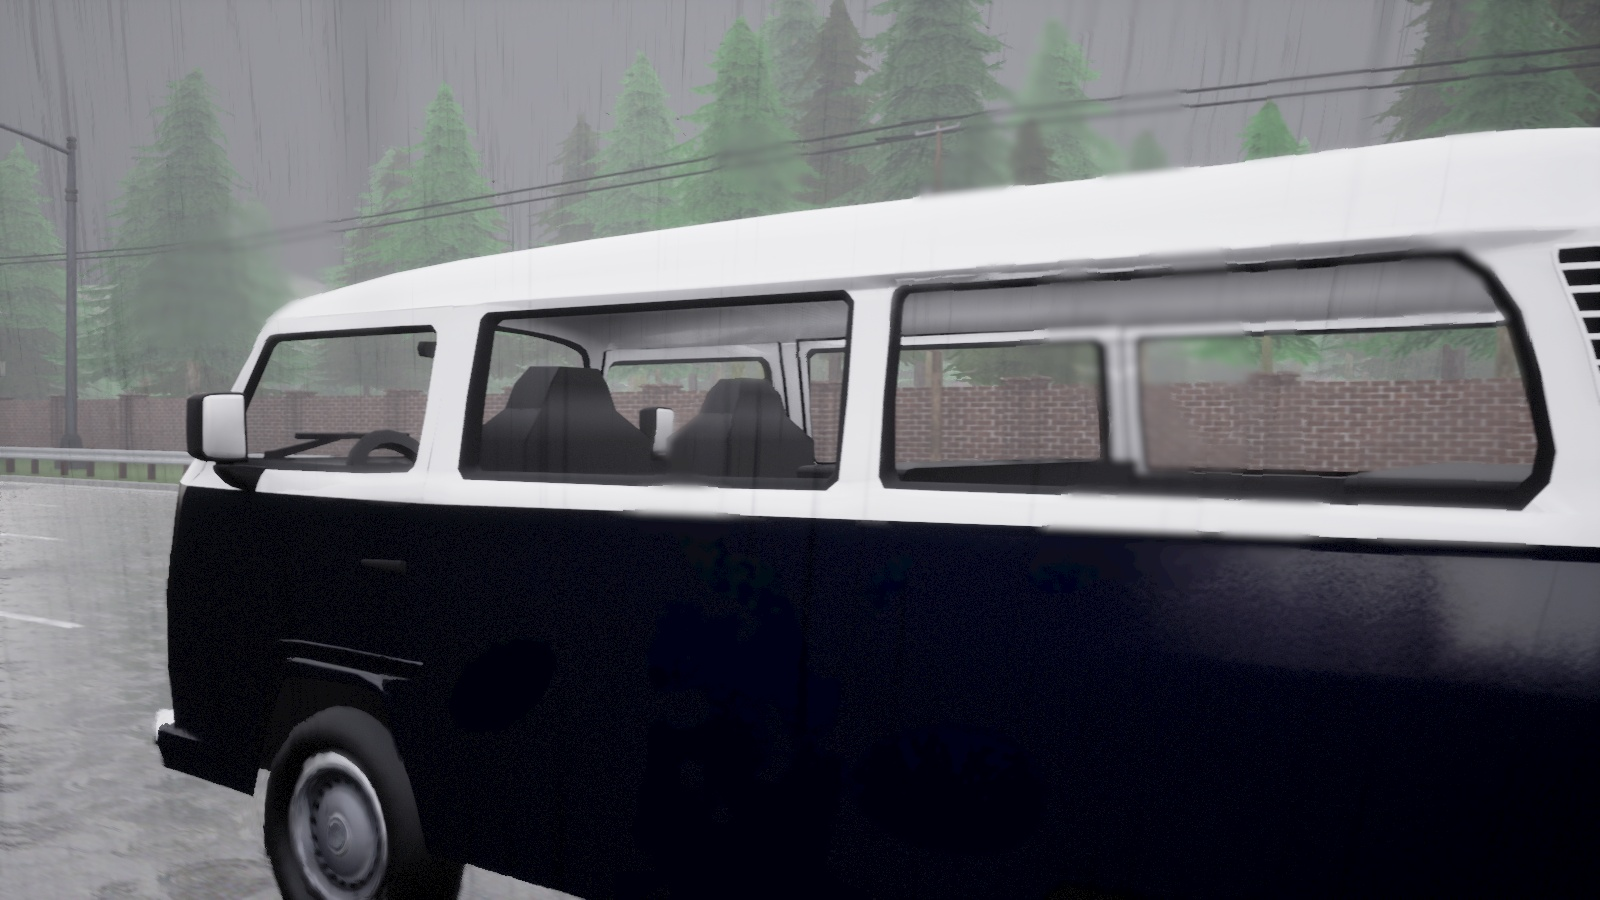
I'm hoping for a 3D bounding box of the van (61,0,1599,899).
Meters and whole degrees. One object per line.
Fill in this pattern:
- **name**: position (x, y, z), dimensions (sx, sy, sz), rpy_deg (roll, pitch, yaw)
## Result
- **van**: position (0.175, 0.405, 3.501), dimensions (4.480, 2.038, 2.069), rpy_deg (0, 1, 34)
